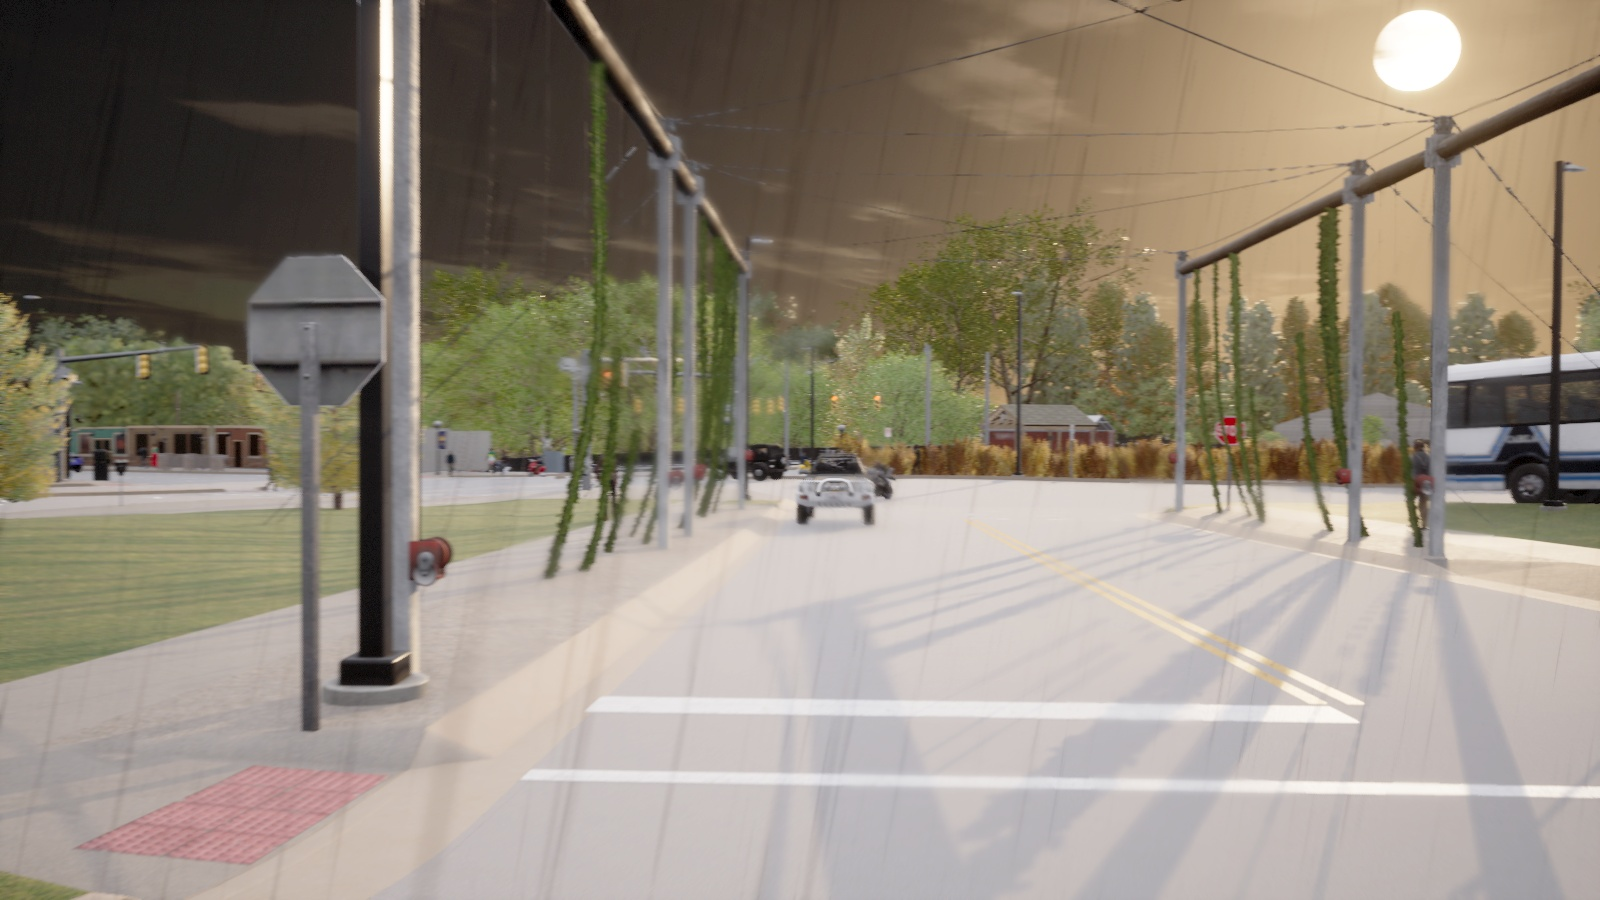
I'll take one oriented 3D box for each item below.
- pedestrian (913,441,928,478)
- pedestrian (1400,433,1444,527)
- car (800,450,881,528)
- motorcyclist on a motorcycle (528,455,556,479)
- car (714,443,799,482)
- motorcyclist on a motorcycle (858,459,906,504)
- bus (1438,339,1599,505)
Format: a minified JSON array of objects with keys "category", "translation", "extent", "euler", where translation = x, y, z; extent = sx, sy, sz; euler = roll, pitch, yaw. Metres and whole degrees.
[{"category":"pedestrian","translation":[6.343,0.516,65.919],"extent":[0.692,1.930,0.395],"euler":[1,1,33]},{"category":"pedestrian","translation":[12.426,0.589,25.105],"extent":[0.540,1.848,0.694],"euler":[0,1,3]},{"category":"car","translation":[1.101,0.939,32.225],"extent":[1.932,1.855,4.605],"euler":[0,0,4]},{"category":"motorcyclist on a motorcycle","translation":[-16.961,1.138,82.711],"extent":[0.866,1.590,1.817],"euler":[-1,-2,26]},{"category":"car","translation":[-2.235,0.646,64.421],"extent":[3.866,1.878,1.905],"euler":[-2,0,29]},{"category":"motorcyclist on a motorcycle","translation":[3.003,1.125,45.574],"extent":[0.866,1.530,2.191],"euler":[1,2,30]},{"category":"bus","translation":[22.593,-0.757,32.449],"extent":[3.944,4.253,10.273],"euler":[0,-2,-30]}]
